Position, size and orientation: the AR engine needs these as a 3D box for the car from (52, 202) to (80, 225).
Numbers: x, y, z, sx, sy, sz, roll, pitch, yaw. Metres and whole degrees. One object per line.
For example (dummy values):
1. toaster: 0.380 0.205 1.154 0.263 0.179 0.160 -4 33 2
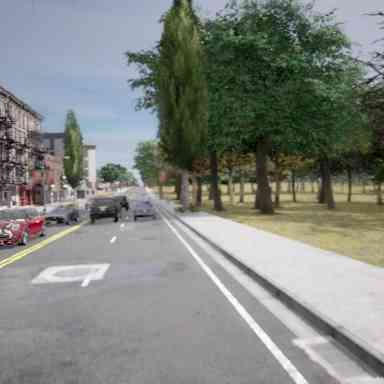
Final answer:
1. car: -10.357 1.835 26.710 2.033 1.411 5.357 -2 0 -8

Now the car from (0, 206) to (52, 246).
1. car: -8.847 1.604 16.481 2.097 1.767 4.553 -2 0 -8

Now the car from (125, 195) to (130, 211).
1. car: -9.593 1.472 44.607 2.150 2.045 5.566 -2 0 -8

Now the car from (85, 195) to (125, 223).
1. car: -7.124 1.406 27.849 2.150 2.045 5.566 -2 1 -8

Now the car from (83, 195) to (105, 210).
1. car: -12.914 1.367 44.152 2.097 1.767 4.553 -2 0 -8

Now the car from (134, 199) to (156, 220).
1. car: -4.091 1.628 28.968 2.033 1.411 5.357 -2 0 -8

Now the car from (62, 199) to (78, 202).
1. car: -16.120 1.595 43.649 1.882 1.535 5.008 -2 0 -8
